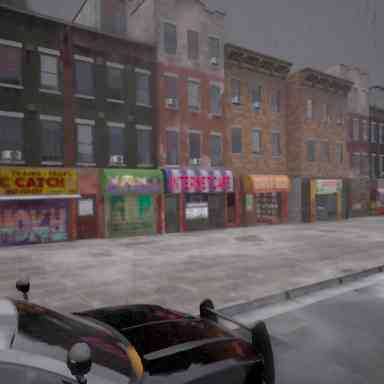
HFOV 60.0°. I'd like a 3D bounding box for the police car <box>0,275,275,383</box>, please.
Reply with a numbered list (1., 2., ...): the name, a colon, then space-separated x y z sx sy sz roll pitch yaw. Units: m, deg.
1. police car: -1.544 1.425 2.179 5.238 1.638 1.930 0 0 -36
